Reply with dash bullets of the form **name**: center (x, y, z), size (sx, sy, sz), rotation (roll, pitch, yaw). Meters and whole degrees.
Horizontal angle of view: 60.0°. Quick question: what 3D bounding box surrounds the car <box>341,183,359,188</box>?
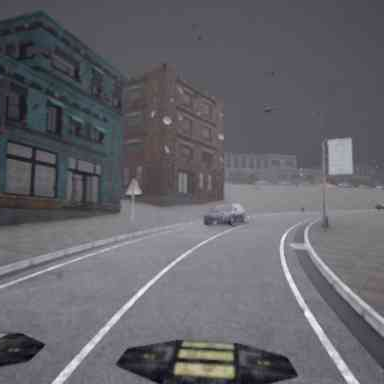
- **car**: center (37.621, -1.277, 81.405), size (4.553, 1.767, 2.185), rotation (2, -5, -17)

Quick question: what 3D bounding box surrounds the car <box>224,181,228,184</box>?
- **car**: center (5.573, -2.105, 73.276), size (4.553, 1.767, 2.185), rotation (1, -5, -13)

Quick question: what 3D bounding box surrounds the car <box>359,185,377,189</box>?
- **car**: center (43.066, -0.932, 83.157), size (4.792, 1.488, 2.163), rotation (2, -5, -18)

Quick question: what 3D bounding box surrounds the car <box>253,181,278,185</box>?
- **car**: center (16.230, -1.762, 75.733), size (4.892, 1.521, 2.231), rotation (1, -5, -13)

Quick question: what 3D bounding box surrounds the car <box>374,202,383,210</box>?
- **car**: center (31.996, 2.261, 54.682), size (4.181, 1.385, 1.994), rotation (0, -4, -26)

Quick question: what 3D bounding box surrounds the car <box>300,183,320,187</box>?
- **car**: center (26.982, -1.450, 78.340), size (4.674, 1.452, 2.002), rotation (2, -5, -14)

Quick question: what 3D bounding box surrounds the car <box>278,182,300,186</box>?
- **car**: center (21.604, -1.639, 76.986), size (4.892, 1.521, 2.231), rotation (1, -5, -13)

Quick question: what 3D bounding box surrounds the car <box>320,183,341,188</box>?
- **car**: center (32.329, -1.325, 79.816), size (5.008, 1.535, 2.097), rotation (2, -5, -15)

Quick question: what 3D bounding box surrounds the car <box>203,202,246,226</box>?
- **car**: center (2.538, 1.590, 25.224), size (2.097, 1.767, 4.553), rotation (-2, -1, 26)
